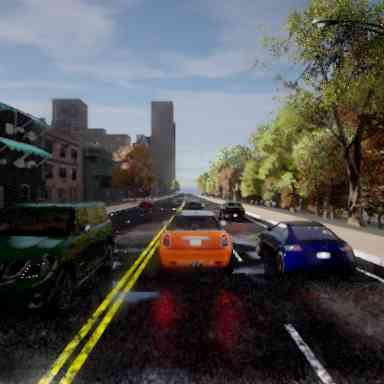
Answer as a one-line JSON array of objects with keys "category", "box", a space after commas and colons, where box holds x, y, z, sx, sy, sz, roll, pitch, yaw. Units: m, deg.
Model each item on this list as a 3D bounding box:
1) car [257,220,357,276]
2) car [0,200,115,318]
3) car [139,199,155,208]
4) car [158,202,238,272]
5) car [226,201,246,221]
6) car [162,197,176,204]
[{"category": "car", "box": [3.346, 1.581, 10.457, 1.994, 1.385, 4.181, 0, 0, 0]}, {"category": "car", "box": [-3.354, 1.234, 7.786, 2.150, 2.045, 5.566, 0, 0, 0]}, {"category": "car", "box": [-6.588, 1.677, 49.148, 1.895, 1.301, 4.718, 0, 0, 0]}, {"category": "car", "box": [0.097, 1.370, 10.970, 2.097, 1.767, 4.553, 0, 0, 0]}, {"category": "car", "box": [3.341, 1.549, 28.080, 1.837, 1.490, 4.892, 0, 0, 0]}, {"category": "car", "box": [-3.340, 1.553, 48.715, 1.882, 1.535, 5.008, 0, 0, 0]}]
